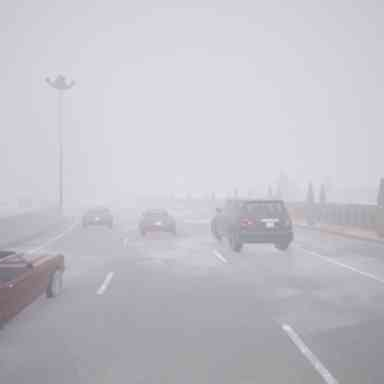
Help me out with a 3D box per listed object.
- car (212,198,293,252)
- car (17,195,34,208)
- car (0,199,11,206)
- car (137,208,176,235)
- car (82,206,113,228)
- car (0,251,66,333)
[{"bbox_3d":[2.367,1.260,14.352,2.150,2.045,5.566,0,0,-8],"label":"car"},{"bbox_3d":[-27.654,1.523,55.331,2.150,2.045,5.566,0,0,-26],"label":"car"},{"bbox_3d":[-33.837,1.895,59.933,1.994,1.385,4.181,0,0,-27],"label":"car"},{"bbox_3d":[-2.148,1.639,19.540,1.994,1.385,4.181,0,0,-11],"label":"car"},{"bbox_3d":[-6.527,1.669,23.144,1.994,1.385,4.181,0,0,-14],"label":"car"},{"bbox_3d":[-3.729,1.636,5.613,1.895,1.301,4.718,0,0,-3],"label":"car"}]
